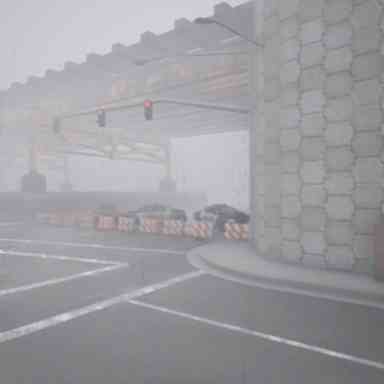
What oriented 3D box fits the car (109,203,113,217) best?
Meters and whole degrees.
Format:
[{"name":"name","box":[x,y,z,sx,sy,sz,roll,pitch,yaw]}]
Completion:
[{"name":"car","box":[-2.864,1.574,23.030,4.974,1.542,2.038,0,0,1]}]

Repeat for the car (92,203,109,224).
[{"name":"car","box":[-6.553,1.610,25.791,2.038,1.542,4.974,0,0,-9]}]

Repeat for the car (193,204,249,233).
[{"name":"car","box":[1.900,1.532,20.436,2.038,1.542,4.974,0,0,-24]}]

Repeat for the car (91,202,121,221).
[{"name":"car","box":[-6.563,1.453,25.843,1.853,1.218,4.536,0,0,-9]}]

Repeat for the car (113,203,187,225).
[{"name":"car","box":[-2.813,1.416,23.031,4.536,1.218,1.853,0,0,1]}]

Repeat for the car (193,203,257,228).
[{"name":"car","box":[1.877,1.375,20.483,1.853,1.218,4.536,0,0,-24]}]
